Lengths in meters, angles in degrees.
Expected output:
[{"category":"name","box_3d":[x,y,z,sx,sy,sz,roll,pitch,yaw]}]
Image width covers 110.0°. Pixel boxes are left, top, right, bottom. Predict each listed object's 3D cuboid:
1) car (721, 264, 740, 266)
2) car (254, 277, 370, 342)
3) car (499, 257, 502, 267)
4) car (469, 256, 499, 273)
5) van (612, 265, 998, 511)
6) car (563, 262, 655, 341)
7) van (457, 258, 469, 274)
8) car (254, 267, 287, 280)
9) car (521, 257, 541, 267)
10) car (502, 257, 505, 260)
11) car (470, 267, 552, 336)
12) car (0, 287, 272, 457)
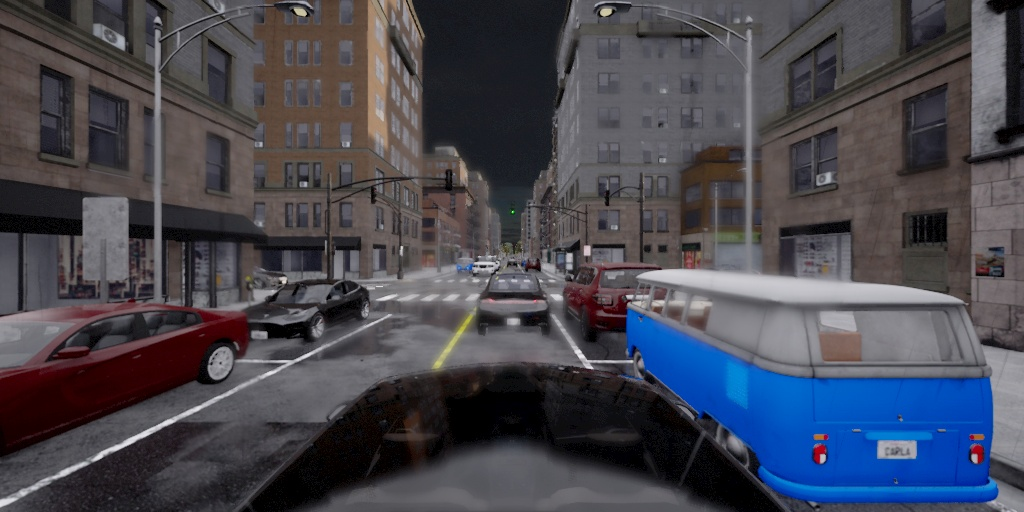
[{"category":"car","box_3d":[14.672,1.263,24.687,4.181,1.385,1.994,0,0,0]},{"category":"car","box_3d":[-5.378,1.323,9.825,1.948,1.339,4.313,0,0,0]},{"category":"car","box_3d":[-2.820,1.009,48.192,2.150,2.045,5.566,0,0,0]},{"category":"car","box_3d":[-2.829,1.001,37.490,2.150,2.045,5.566,0,0,0]},{"category":"van","box_3d":[2.644,1.093,4.309,1.690,1.789,3.998,0,0,0]},{"category":"car","box_3d":[2.647,1.072,9.821,2.192,1.841,5.009,0,0,0]},{"category":"van","box_3d":[-5.381,1.123,41.789,1.690,1.789,3.998,0,0,0]},{"category":"car","box_3d":[-16.230,1.323,21.702,4.902,1.511,2.128,0,0,0]},{"category":"car","box_3d":[2.735,1.101,47.192,2.192,1.841,5.009,0,0,0]},{"category":"car","box_3d":[-2.794,1.288,59.513,2.128,1.511,4.902,0,0,0]},{"category":"car","box_3d":[0.055,1.250,10.389,2.128,1.511,4.902,0,0,0]},{"category":"car","box_3d":[-5.382,1.297,4.314,1.888,1.381,4.507,0,0,0]}]
